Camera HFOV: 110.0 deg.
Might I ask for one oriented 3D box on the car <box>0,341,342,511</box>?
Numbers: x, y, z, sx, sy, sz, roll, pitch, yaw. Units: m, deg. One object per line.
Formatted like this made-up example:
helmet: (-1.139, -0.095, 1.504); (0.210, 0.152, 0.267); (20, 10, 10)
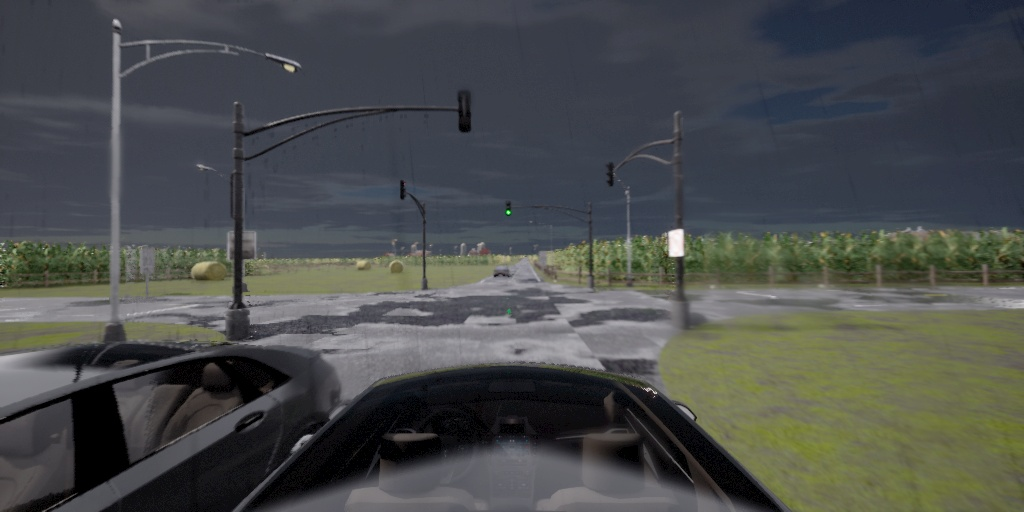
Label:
car: (-2.608, 1.297, 1.447); (1.837, 1.490, 4.892); (0, -1, 4)

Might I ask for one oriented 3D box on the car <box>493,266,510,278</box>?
car: (-1.182, 1.849, 42.551); (2.033, 1.411, 5.357); (-1, 0, 2)
